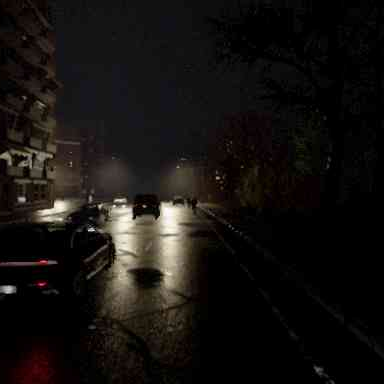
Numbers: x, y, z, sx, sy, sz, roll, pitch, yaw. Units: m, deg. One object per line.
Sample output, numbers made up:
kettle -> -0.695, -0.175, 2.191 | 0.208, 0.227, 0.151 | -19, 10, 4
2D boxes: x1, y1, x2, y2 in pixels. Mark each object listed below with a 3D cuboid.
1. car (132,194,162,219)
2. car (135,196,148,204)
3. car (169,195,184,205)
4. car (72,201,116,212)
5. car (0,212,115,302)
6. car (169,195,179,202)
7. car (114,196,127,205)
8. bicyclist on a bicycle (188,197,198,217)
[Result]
car -> -3.810, 1.195, 28.638 | 2.150, 2.045, 5.566 | 0, 0, -2
car -> -9.547, 1.494, 63.492 | 2.033, 1.411, 5.357 | 0, 0, -5
car -> -2.365, 1.430, 56.632 | 2.128, 1.511, 4.902 | 0, 0, -4
car -> -7.046, 1.529, 23.233 | 2.033, 1.411, 5.357 | 0, 0, -2
car -> -3.235, 1.486, 8.235 | 2.128, 1.511, 4.902 | 0, 0, -1
car -> -4.131, 1.389, 74.480 | 1.882, 1.535, 5.008 | 0, 0, -6
car -> -12.321, 1.474, 57.492 | 1.812, 1.442, 4.674 | 0, 0, -4
bicyclist on a bicycle -> 0.189, 1.340, 29.736 | 0.659, 1.776, 1.843 | 0, 0, -3
